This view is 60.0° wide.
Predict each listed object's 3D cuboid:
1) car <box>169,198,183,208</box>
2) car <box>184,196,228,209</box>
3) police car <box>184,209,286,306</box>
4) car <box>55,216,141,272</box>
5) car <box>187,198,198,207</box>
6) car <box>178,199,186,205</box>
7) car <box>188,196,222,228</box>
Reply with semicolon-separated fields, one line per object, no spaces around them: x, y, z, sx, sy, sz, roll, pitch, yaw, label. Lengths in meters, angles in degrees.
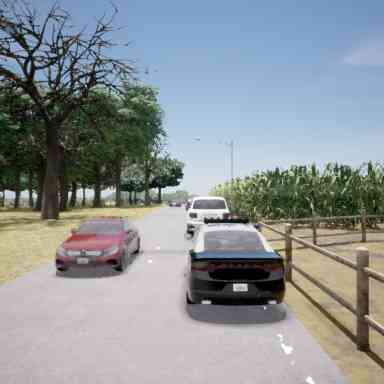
-2.789;1.804;54.819;2.128;1.511;4.902;0;-1;0;car
0.842;1.280;18.217;2.150;2.045;5.566;0;0;0;car
0.832;1.440;8.290;1.930;1.638;5.238;0;0;0;police car
-2.839;1.549;10.985;1.812;1.442;4.674;0;0;0;car
0.056;1.879;59.198;1.837;1.490;4.892;0;-1;0;car
-2.665;2.604;88.640;1.812;1.442;4.674;0;-2;0;car
0.847;1.314;24.219;2.150;2.045;5.566;0;0;0;car
